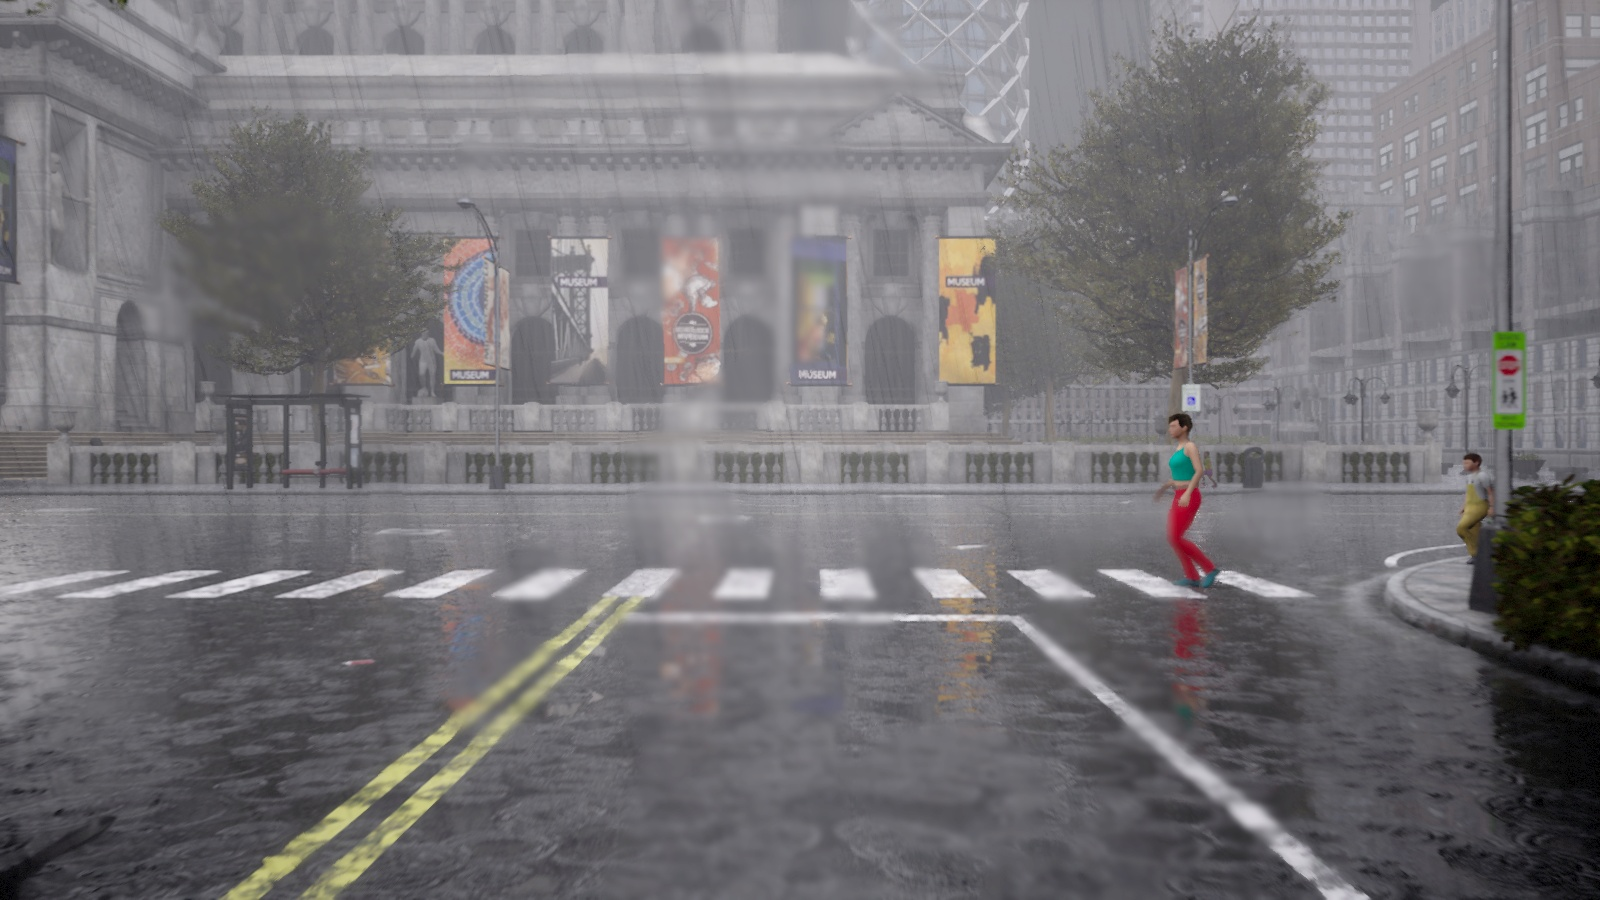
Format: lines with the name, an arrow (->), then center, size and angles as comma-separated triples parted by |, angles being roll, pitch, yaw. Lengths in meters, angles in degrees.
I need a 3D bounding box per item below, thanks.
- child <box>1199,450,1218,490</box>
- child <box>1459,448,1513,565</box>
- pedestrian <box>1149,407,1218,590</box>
child -> 12.057, 0.584, 37.105 | 0.473, 1.160, 0.299 | 0, 0, 3
child -> 7.442, 0.608, 13.633 | 0.437, 1.263, 0.270 | 0, 0, 3
pedestrian -> 3.900, 0.484, 12.783 | 0.594, 1.836, 0.345 | 0, 0, 0
